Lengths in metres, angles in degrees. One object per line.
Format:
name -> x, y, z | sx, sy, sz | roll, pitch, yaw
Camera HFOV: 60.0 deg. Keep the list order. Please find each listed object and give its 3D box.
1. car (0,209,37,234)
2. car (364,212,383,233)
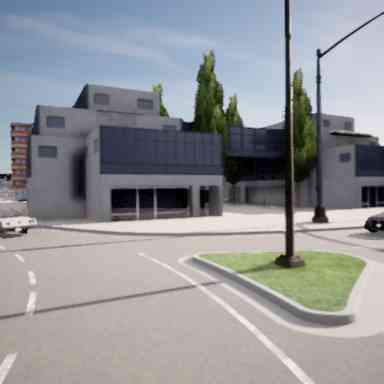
car -> -10.461, 1.568, 17.555 | 4.718, 1.301, 1.895 | 0, 1, 31
car -> 10.365, 1.304, 15.918 | 4.181, 1.385, 1.994 | -1, 1, -21
